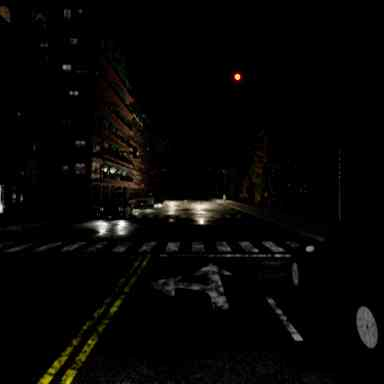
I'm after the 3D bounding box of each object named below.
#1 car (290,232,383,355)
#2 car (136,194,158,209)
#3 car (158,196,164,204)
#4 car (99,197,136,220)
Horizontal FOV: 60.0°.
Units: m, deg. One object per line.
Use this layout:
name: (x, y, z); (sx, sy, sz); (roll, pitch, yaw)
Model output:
car: (3.354, 1.477, 6.130); (1.882, 1.535, 5.008); (0, 0, -1)
car: (-6.561, 1.229, 46.518); (2.150, 2.045, 5.566); (0, 0, 0)
car: (-6.504, 1.509, 63.947); (2.128, 1.511, 4.902); (0, 0, 1)
car: (-6.587, 1.379, 28.989); (2.097, 1.767, 4.553); (0, 1, 0)
